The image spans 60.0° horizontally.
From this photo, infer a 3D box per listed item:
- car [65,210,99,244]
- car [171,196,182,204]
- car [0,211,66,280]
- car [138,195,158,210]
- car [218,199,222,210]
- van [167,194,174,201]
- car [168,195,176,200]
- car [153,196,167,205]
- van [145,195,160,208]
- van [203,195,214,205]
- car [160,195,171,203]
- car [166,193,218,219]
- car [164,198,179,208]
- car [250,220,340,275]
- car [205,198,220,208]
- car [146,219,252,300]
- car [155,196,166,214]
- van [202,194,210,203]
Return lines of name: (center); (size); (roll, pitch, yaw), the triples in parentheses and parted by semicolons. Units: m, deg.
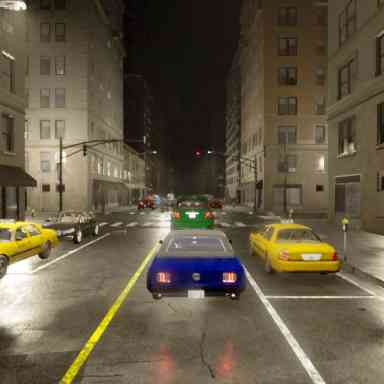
car: (-5.653, 1.552, 15.661); (2.008, 1.369, 4.403); (0, 0, 0)
car: (-2.961, 1.504, 66.181); (1.882, 1.535, 5.008); (0, 0, 1)
car: (-5.659, 1.526, 9.966); (1.752, 1.417, 4.829); (0, 0, 0)
car: (-5.627, 1.328, 42.435); (2.192, 1.841, 5.009); (0, 0, 0)
car: (2.899, 1.558, 42.426); (1.887, 1.381, 4.507); (0, 0, 0)
van: (-5.583, 1.378, 86.447); (1.690, 1.788, 3.998); (0, 0, 0)
car: (-5.577, 1.592, 91.947); (2.008, 1.369, 4.403); (0, 0, 0)
car: (-5.611, 1.462, 58.939); (1.967, 1.590, 4.097); (0, 0, 0)
van: (-5.622, 1.357, 47.936); (1.690, 1.788, 3.998); (0, 0, 0)
van: (2.915, 1.363, 58.930); (1.690, 1.788, 3.998); (0, 0, 0)
car: (-5.599, 1.468, 69.942); (1.967, 1.590, 4.097); (0, 0, 0)
car: (0.018, 1.224, 18.125); (2.150, 2.045, 5.566); (0, 0, 0)
car: (-3.046, 1.618, 50.195); (1.895, 1.301, 4.718); (0, 0, 0)
car: (2.867, 1.526, 10.297); (1.752, 1.417, 4.829); (0, 0, 0)
car: (2.904, 1.582, 47.927); (1.947, 1.339, 4.313); (0, 0, 0)
car: (0.091, 1.601, 8.358); (1.895, 1.301, 4.718); (0, 0, 0)
car: (-2.471, 1.497, 35.338); (2.128, 1.511, 4.902); (0, 0, -10)
van: (2.926, 1.369, 69.933); (1.690, 1.788, 3.998); (0, 0, 0)
